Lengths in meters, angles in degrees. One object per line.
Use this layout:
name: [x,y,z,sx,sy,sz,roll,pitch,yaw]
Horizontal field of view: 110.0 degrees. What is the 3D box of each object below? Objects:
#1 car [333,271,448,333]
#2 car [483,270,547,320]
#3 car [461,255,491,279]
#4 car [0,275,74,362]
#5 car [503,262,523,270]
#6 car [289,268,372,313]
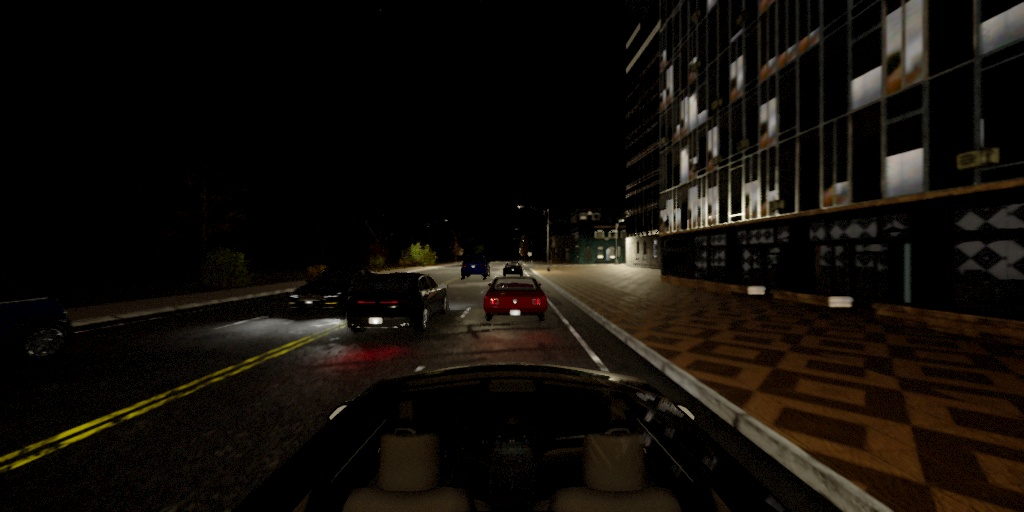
car: [-3.152,1.250,10.701,1.837,1.490,4.892,0,0,0]
car: [0.097,1.345,12.557,1.895,1.301,4.718,0,0,0]
car: [-3.157,0.954,31.744,2.150,2.045,5.566,0,0,0]
car: [-9.850,1.100,5.158,2.097,1.767,4.553,0,0,0]
car: [0.091,1.293,36.291,1.994,1.385,4.181,0,0,0]
car: [-6.600,1.248,14.076,1.837,1.490,4.892,0,0,0]
